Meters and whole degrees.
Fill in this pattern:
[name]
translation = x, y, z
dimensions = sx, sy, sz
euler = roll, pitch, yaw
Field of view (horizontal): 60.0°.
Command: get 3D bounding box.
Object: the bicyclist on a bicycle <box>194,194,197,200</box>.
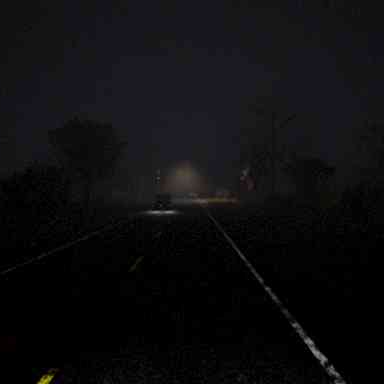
[bicyclist on a bicycle]
translation = 0.960, 1.301, 89.831
dimensions = 0.866, 1.612, 1.509
euler = 0, -1, 0

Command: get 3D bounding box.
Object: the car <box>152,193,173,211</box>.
[car]
translation = -3.591, 1.196, 41.513
dimensions = 2.150, 2.045, 5.566
euler = 0, 0, 0
